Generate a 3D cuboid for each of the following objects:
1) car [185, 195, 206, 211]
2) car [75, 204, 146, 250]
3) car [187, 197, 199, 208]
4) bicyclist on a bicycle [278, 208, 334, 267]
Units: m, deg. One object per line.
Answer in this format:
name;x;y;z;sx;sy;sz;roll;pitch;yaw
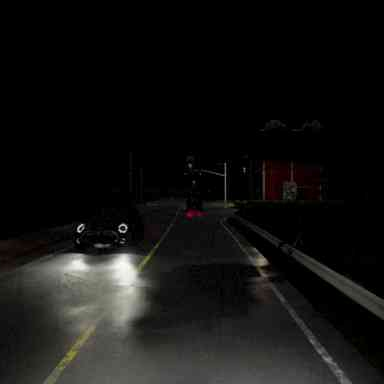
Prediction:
car;0.254;1.490;40.248;2.128;1.511;4.902;0;0;-1
car;-3.322;1.352;14.255;2.097;1.767;4.553;0;0;1
car;0.100;1.505;50.180;1.837;1.490;4.892;0;0;-1
bicyclist on a bicycle;3.316;1.296;9.410;1.656;1.620;0.582;7;0;2
